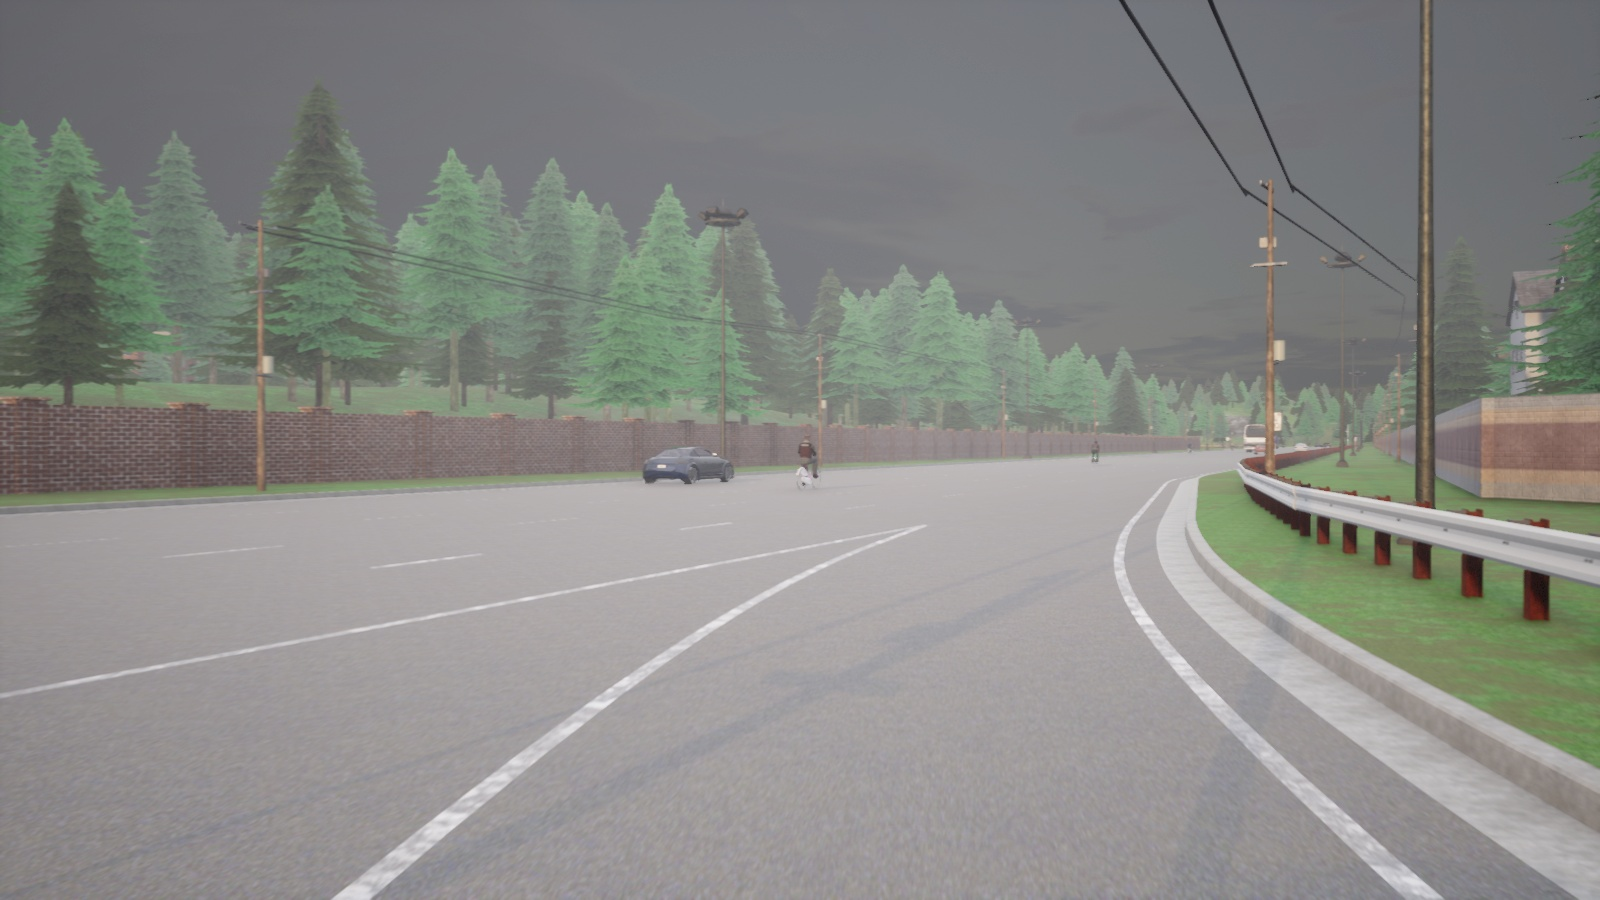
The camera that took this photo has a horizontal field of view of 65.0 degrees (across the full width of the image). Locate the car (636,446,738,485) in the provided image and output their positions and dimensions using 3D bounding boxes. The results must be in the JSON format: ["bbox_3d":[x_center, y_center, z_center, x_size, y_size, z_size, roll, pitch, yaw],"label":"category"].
[{"bbox_3d":[-4.136,0.540,46.659,1.994,1.385,4.181,0,0,24],"label":"car"}]

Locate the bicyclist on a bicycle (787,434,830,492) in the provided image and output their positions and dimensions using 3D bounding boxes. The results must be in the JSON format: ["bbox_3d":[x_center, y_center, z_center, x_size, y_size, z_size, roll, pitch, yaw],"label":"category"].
[{"bbox_3d":[0.284,0.395,39.468,0.659,1.776,1.843,0,1,24],"label":"bicyclist on a bicycle"}]
